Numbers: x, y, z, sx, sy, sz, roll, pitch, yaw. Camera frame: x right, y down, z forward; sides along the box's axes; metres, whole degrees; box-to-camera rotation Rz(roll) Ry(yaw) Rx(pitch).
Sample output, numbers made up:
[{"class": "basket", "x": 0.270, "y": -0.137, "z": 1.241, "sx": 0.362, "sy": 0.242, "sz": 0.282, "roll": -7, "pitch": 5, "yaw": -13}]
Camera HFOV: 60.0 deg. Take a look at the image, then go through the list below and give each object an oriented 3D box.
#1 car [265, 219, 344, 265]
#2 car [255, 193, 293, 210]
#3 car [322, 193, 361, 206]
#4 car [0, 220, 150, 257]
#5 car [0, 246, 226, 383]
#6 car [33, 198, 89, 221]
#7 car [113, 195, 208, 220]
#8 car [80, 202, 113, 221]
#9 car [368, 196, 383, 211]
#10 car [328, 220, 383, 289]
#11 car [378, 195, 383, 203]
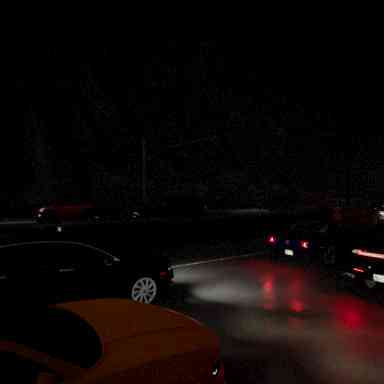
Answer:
[{"class": "car", "x": 4.818, "y": 1.590, "z": 11.652, "sx": 4.718, "sy": 1.301, "sz": 1.895, "roll": 0, "pitch": 0, "yaw": -36}, {"class": "car", "x": 10.509, "y": 1.120, "z": 42.185, "sx": 5.566, "sy": 2.045, "sz": 2.150, "roll": 0, "pitch": 0, "yaw": -36}, {"class": "car", "x": 17.448, "y": 1.102, "z": 38.611, "sx": 5.566, "sy": 2.045, "sz": 2.150, "roll": 0, "pitch": 0, "yaw": -36}, {"class": "car", "x": -2.620, "y": 1.504, "z": 6.176, "sx": 4.892, "sy": 1.490, "sz": 1.837, "roll": 0, "pitch": 0, "yaw": -36}, {"class": "car", "x": -1.969, "y": 1.477, "z": 2.320, "sx": 5.008, "sy": 1.535, "sz": 1.882, "roll": 0, "pitch": 0, "yaw": -36}, {"class": "car", "x": -10.266, "y": 1.345, "z": 26.848, "sx": 4.553, "sy": 1.767, "sz": 2.097, "roll": 0, "pitch": 0, "yaw": -36}, {"class": "car", "x": -1.591, "y": 1.212, "z": 20.181, "sx": 5.566, "sy": 2.045, "sz": 2.150, "roll": 0, "pitch": 0, "yaw": -36}, {"class": "car", "x": -4.861, "y": 1.555, "z": 22.127, "sx": 4.181, "sy": 1.385, "sz": 1.994, "roll": 0, "pitch": 0, "yaw": -36}, {"class": "car", "x": 22.078, "y": 1.412, "z": 37.682, "sx": 5.357, "sy": 1.411, "sz": 2.033, "roll": 0, "pitch": 0, "yaw": -36}, {"class": "car", "x": 5.678, "y": 1.483, "z": 7.946, "sx": 4.902, "sy": 1.511, "sz": 2.128, "roll": 0, "pitch": 0, "yaw": -36}, {"class": "car", "x": 36.128, "y": 1.248, "z": 61.012, "sx": 4.674, "sy": 1.442, "sz": 1.812, "roll": 0, "pitch": 0, "yaw": -36}]
